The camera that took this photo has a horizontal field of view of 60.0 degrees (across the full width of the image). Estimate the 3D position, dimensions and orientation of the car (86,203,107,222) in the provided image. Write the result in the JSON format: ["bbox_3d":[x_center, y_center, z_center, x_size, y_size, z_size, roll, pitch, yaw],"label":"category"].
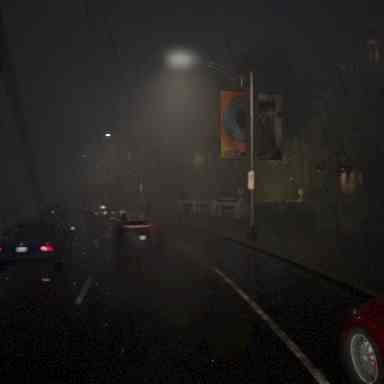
[{"bbox_3d":[-7.502,1.618,27.129,2.033,1.411,5.357,0,0,-24],"label":"car"}]

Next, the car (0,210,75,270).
[{"bbox_3d":[-5.153,1.584,11.304,2.033,1.411,5.357,0,0,-14],"label":"car"}]

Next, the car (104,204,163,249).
[{"bbox_3d":[-2.586,1.524,14.879,2.128,1.511,4.902,0,0,-17],"label":"car"}]

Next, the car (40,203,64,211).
[{"bbox_3d":[-12.449,1.654,29.654,1.994,1.385,4.181,0,0,-24],"label":"car"}]
